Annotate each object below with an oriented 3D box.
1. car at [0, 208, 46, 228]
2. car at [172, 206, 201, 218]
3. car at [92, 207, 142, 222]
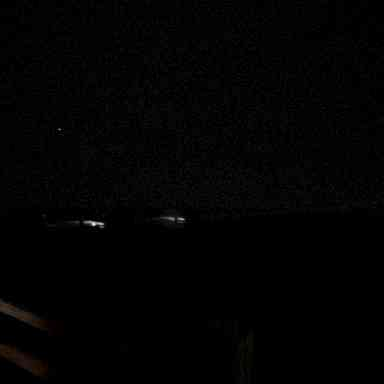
[{"bbox_3d":[-13.600,1.951,25.873,1.994,1.385,4.181,3,0,36],"label":"car"},{"bbox_3d":[-0.661,2.573,43.890,1.837,1.490,4.892,3,0,36],"label":"car"},{"bbox_3d":[-7.568,2.257,34.297,2.033,1.411,5.357,3,0,36],"label":"car"}]
